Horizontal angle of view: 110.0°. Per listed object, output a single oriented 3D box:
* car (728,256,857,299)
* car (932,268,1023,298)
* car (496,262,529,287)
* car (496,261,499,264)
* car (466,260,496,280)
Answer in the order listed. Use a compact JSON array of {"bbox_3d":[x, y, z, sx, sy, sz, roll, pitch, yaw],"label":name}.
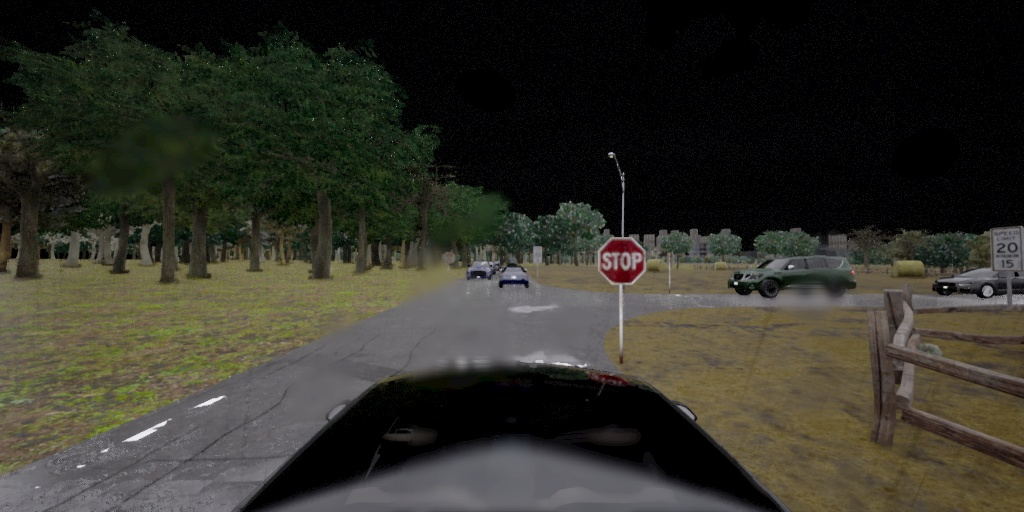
[{"bbox_3d":[14.114,1.045,18.226,5.566,2.045,2.150,0,-2,-1],"label":"car"},{"bbox_3d":[24.453,1.343,18.262,4.892,1.490,1.837,0,-2,-1],"label":"car"},{"bbox_3d":[0.121,1.344,24.925,1.994,1.385,4.181,0,0,0],"label":"car"},{"bbox_3d":[-2.808,1.335,41.065,1.882,1.535,5.008,0,0,0],"label":"car"},{"bbox_3d":[-2.790,1.158,31.758,2.097,1.767,4.553,0,0,-1],"label":"car"}]
